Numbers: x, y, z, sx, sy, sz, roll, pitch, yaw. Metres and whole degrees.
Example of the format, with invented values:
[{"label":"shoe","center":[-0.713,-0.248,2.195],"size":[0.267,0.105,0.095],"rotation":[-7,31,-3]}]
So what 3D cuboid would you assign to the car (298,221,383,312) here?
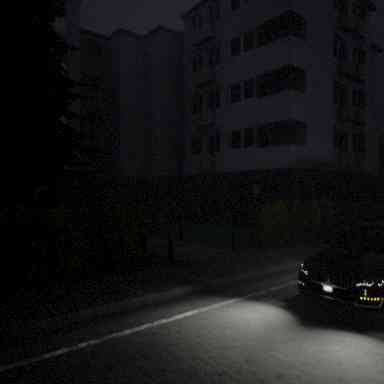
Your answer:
[{"label":"car","center":[4.341,1.477,7.510],"size":[4.892,1.490,1.837],"rotation":[0,0,-39]}]
